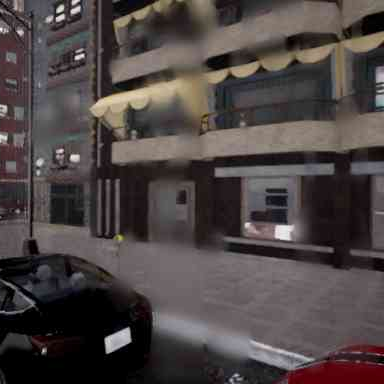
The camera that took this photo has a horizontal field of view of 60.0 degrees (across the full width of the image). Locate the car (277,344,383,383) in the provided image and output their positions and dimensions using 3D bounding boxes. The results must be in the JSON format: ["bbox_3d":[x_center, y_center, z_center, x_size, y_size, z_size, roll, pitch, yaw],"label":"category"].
[{"bbox_3d":[2.136,1.445,1.350,4.097,1.590,1.967,0,0,35],"label":"car"}]

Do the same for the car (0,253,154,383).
[{"bbox_3d":[-2.450,1.544,4.619,4.313,1.339,1.947,0,0,35],"label":"car"}]

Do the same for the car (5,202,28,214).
[{"bbox_3d":[-18.808,1.756,37.906,1.887,1.381,4.507,-1,-1,35],"label":"car"}]
